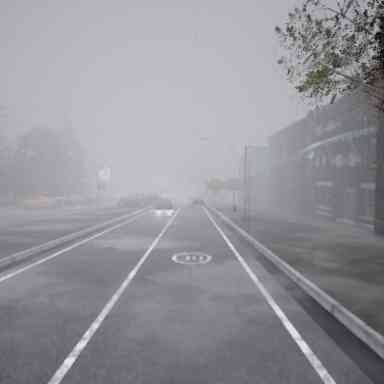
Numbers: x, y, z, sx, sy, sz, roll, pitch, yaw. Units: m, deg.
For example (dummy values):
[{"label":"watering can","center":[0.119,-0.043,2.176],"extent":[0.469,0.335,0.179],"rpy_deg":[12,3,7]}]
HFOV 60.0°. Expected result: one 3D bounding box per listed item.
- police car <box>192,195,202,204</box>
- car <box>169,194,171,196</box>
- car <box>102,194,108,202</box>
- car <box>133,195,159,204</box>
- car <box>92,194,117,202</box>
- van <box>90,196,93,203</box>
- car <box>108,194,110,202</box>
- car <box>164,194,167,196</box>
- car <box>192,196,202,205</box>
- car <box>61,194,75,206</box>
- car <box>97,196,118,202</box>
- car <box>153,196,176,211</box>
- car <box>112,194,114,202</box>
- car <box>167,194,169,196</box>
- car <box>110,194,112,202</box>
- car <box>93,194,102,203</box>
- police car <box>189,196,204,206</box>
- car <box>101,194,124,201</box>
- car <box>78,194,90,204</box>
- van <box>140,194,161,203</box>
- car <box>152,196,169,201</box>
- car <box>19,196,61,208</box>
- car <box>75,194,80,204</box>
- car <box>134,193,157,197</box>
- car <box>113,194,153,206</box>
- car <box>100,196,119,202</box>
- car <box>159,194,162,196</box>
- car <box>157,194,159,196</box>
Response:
[{"label":"police car","center":[0.955,1.537,68.895],"extent":[1.930,1.638,5.238],"rpy_deg":[0,-1,0]},{"label":"car","center":[-8.896,1.778,89.434],"extent":[5.008,1.535,2.097],"rpy_deg":[0,-1,0]},{"label":"car","center":[-21.768,1.605,72.495],"extent":[5.366,1.575,1.946],"rpy_deg":[0,-1,0]},{"label":"car","center":[-8.833,1.406,64.205],"extent":[4.553,1.767,2.185],"rpy_deg":[0,-1,0]},{"label":"car","center":[-21.943,1.463,83.636],"extent":[5.566,2.045,2.435],"rpy_deg":[0,-1,0]},{"label":"van","center":[-22.060,1.304,64.140],"extent":[4.442,1.987,1.878],"rpy_deg":[0,0,0]},{"label":"car","center":[-21.952,1.634,75.281],"extent":[5.008,1.535,2.097],"rpy_deg":[0,-1,0]},{"label":"car","center":[-8.873,1.636,75.418],"extent":[5.008,1.535,2.097],"rpy_deg":[0,-1,0]},{"label":"car","center":[0.957,1.560,62.775],"extent":[1.837,1.490,4.892],"rpy_deg":[0,-1,0]},{"label":"car","center":[-21.946,1.454,53.003],"extent":[5.008,1.535,2.097],"rpy_deg":[0,0,0]},{"label":"car","center":[-21.971,1.744,86.420],"extent":[5.008,1.535,2.097],"rpy_deg":[0,-1,0]},{"label":"car","center":[-3.348,1.537,41.210],"extent":[1.994,1.385,4.181],"rpy_deg":[0,0,0]},{"label":"car","center":[-21.996,1.716,80.850],"extent":[4.792,1.488,2.163],"rpy_deg":[0,-1,0]},{"label":"car","center":[-8.911,1.411,78.224],"extent":[5.566,2.045,2.435],"rpy_deg":[0,-1,0]},{"label":"car","center":[-21.933,1.690,78.066],"extent":[4.792,1.488,2.163],"rpy_deg":[0,-1,0]},{"label":"car","center":[-21.947,1.622,69.709],"extent":[4.674,1.452,2.002],"rpy_deg":[0,-1,0]},{"label":"police car","center":[0.960,1.405,52.868],"extent":[1.930,1.638,5.238],"rpy_deg":[0,0,0]},{"label":"car","center":[-21.956,1.557,91.991],"extent":[5.566,2.045,2.435],"rpy_deg":[0,-1,0]},{"label":"car","center":[-21.911,1.382,61.359],"extent":[4.553,1.767,2.185],"rpy_deg":[0,0,0]},{"label":"van","center":[-8.990,1.384,72.617],"extent":[4.442,1.987,1.878],"rpy_deg":[0,-1,0]},{"label":"car","center":[-8.940,1.876,95.036],"extent":[4.792,1.488,2.163],"rpy_deg":[0,-1,0]},{"label":"car","center":[-21.938,1.435,47.434],"extent":[5.008,1.535,2.097],"rpy_deg":[0,0,0]},{"label":"car","center":[-21.943,1.509,55.789],"extent":[4.674,1.452,2.002],"rpy_deg":[0,0,0]},{"label":"car","center":[-8.890,1.204,52.996],"extent":[5.566,2.045,2.435],"rpy_deg":[0,0,0]},{"label":"car","center":[-8.856,1.446,50.193],"extent":[4.892,1.521,2.231],"rpy_deg":[0,0,0]},{"label":"car","center":[-21.978,1.813,89.080],"extent":[4.674,1.452,2.002],"rpy_deg":[0,-1,0]},{"label":"car","center":[-8.891,1.258,61.406],"extent":[5.566,2.045,2.435],"rpy_deg":[0,0,0]},{"label":"car","center":[-8.868,1.488,58.598],"extent":[4.892,1.521,2.231],"rpy_deg":[0,0,0]}]
